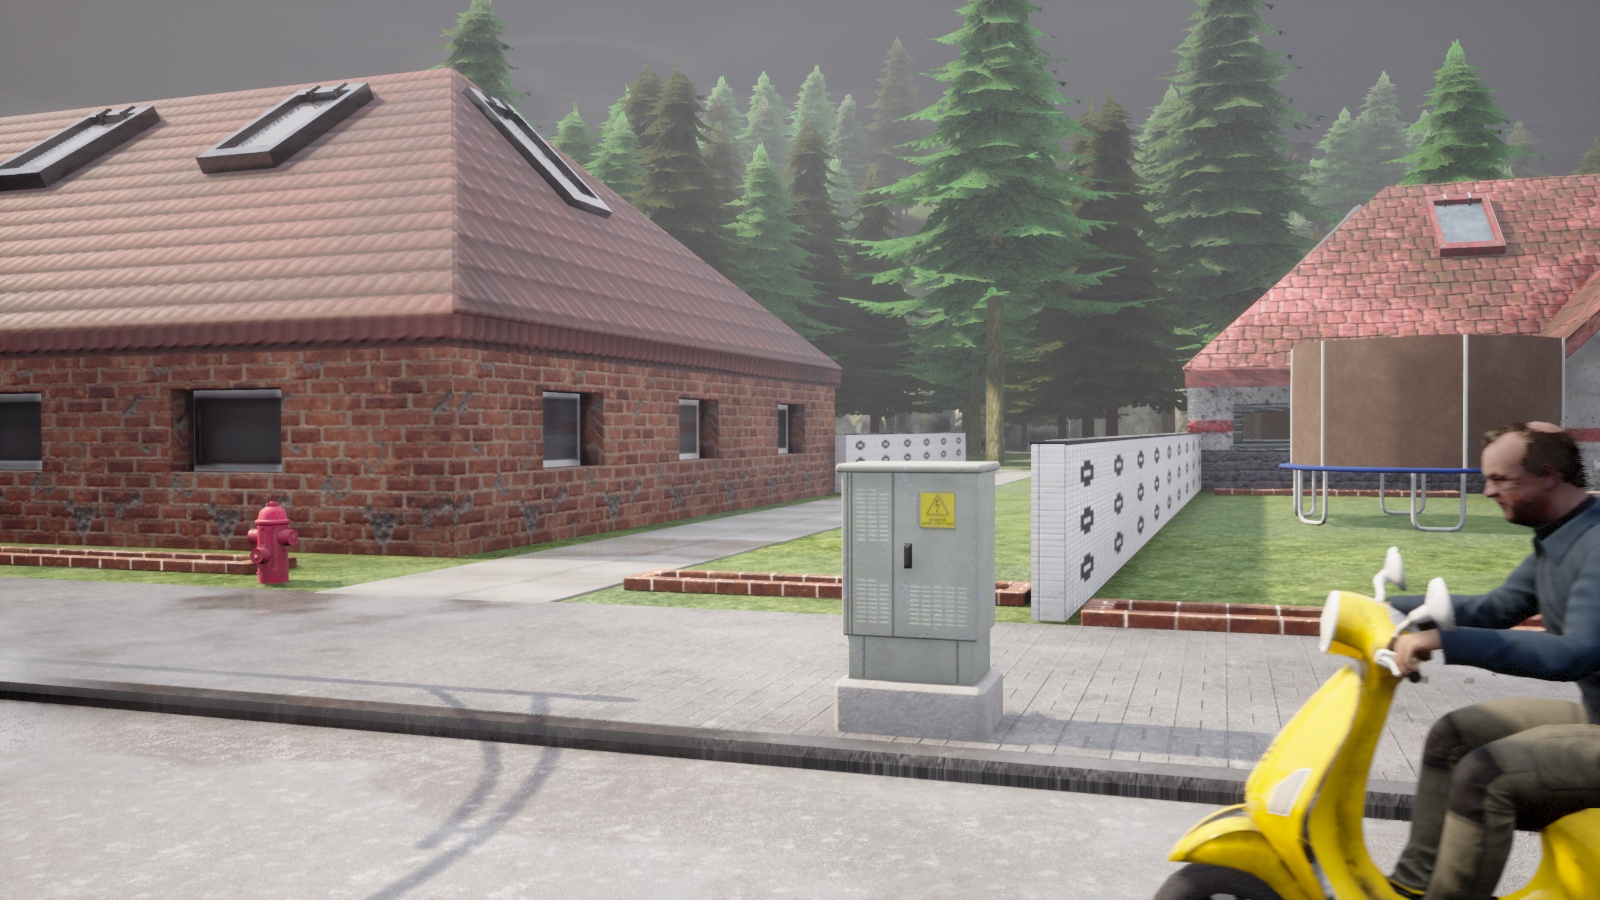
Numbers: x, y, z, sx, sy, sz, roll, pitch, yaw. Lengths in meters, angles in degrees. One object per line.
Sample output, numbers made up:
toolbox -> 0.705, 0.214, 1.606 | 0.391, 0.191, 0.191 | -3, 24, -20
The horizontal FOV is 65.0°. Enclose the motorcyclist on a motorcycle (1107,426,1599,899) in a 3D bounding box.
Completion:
motorcyclist on a motorcycle -> 1.738, 0.736, 3.134 | 1.817, 1.590, 0.866 | 0, 1, 19
